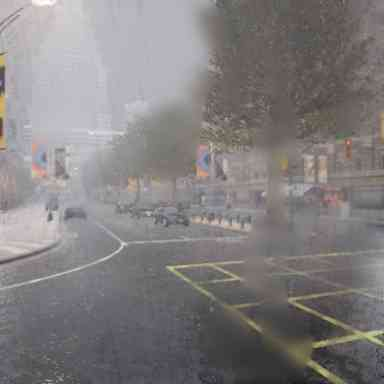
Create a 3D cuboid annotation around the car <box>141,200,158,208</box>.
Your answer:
[{"bbox_3d":[-8.498,2.382,65.798,2.128,1.511,4.902,0,-1,-21],"label":"car"}]

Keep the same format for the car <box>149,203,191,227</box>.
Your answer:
[{"bbox_3d":[-1.671,1.865,26.142,1.837,1.490,4.892,0,-1,-21],"label":"car"}]

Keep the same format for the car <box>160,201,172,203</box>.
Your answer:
[{"bbox_3d":[-5.155,2.287,57.260,1.837,1.490,4.892,0,-1,-21],"label":"car"}]

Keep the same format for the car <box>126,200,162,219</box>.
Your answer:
[{"bbox_3d":[-5.130,1.964,34.979,2.128,1.511,4.902,0,-1,-21],"label":"car"}]

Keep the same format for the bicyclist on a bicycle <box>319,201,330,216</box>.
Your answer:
[{"bbox_3d":[14.872,1.868,37.329,1.656,1.620,0.582,0,-1,-21],"label":"bicyclist on a bicycle"}]

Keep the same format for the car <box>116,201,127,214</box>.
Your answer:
[{"bbox_3d":[-8.849,1.945,44.512,2.097,1.767,4.553,0,-1,-21],"label":"car"}]

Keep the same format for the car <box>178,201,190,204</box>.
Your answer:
[{"bbox_3d":[-1.744,2.297,58.147,2.128,1.511,4.902,0,-1,-21],"label":"car"}]

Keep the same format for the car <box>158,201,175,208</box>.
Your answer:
[{"bbox_3d":[-5.239,2.467,67.073,2.033,1.411,5.357,0,-1,-21],"label":"car"}]

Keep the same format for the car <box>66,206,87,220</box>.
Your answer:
[{"bbox_3d":[-11.588,2.023,33.232,1.895,1.301,4.718,0,-1,-22],"label":"car"}]
